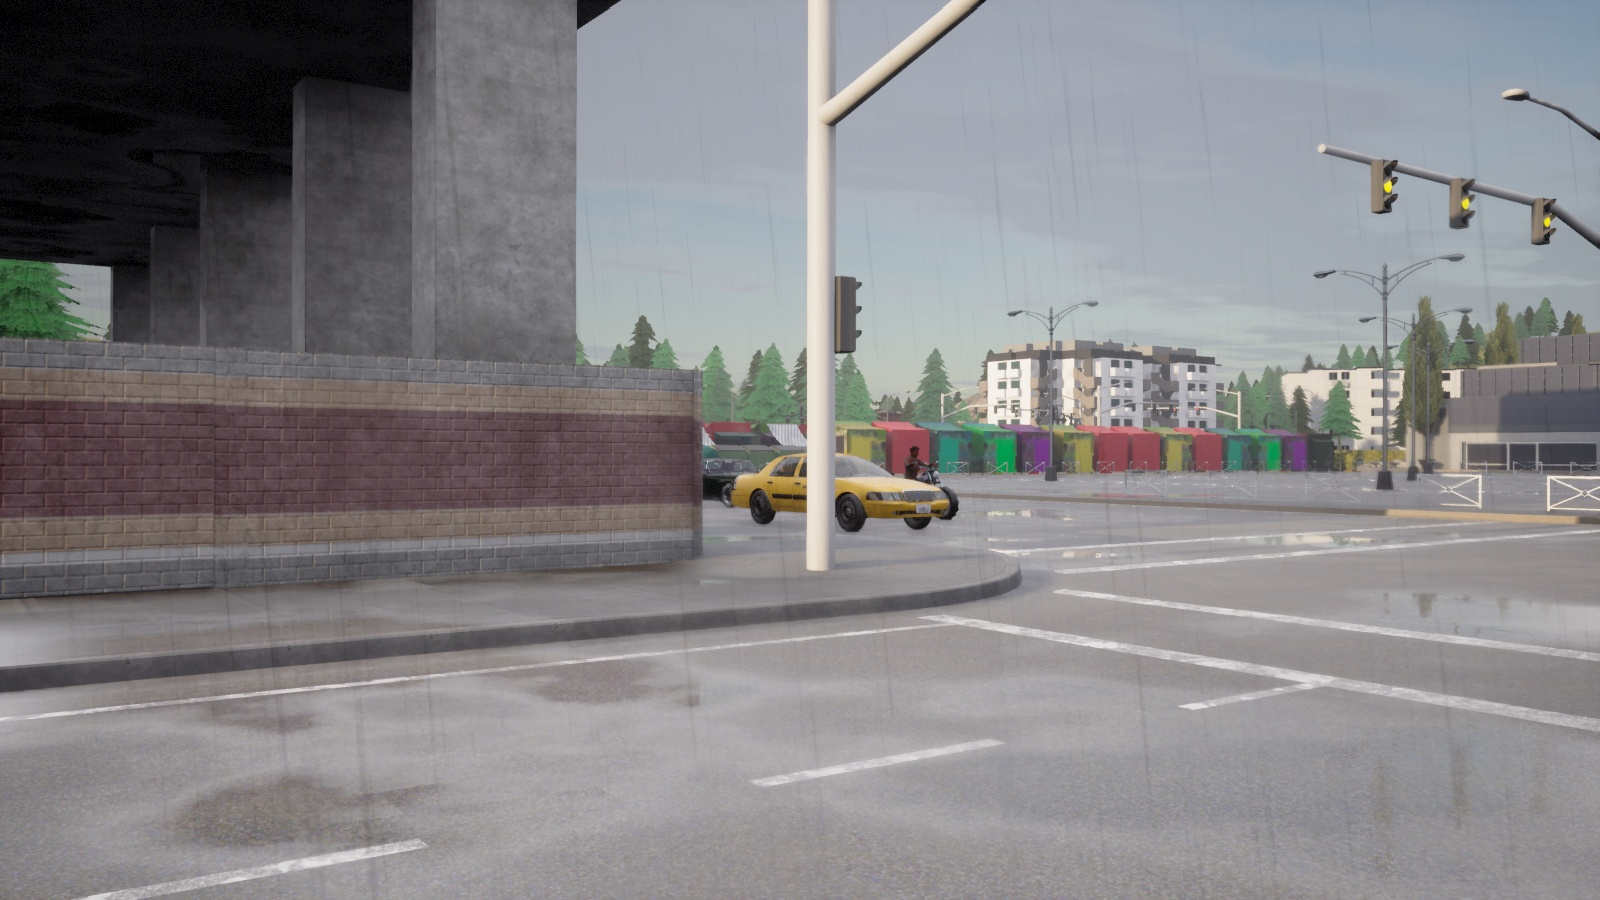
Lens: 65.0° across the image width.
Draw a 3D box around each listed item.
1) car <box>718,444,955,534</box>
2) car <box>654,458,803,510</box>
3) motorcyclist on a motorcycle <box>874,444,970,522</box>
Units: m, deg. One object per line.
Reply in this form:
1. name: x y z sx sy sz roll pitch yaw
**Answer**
1. car: 0.561 0.688 24.736 1.801 1.575 5.366 0 0 -35
2. car: -2.041 0.879 34.541 1.895 1.301 4.718 0 0 -35
3. motorcyclist on a motorcycle: 2.673 0.702 27.821 0.766 1.649 2.350 0 0 -35
